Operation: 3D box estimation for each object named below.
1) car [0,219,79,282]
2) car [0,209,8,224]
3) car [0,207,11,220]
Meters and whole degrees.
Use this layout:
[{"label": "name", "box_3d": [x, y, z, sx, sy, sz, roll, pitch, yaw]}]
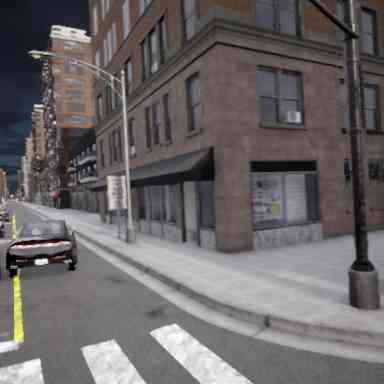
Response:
[{"label": "car", "box_3d": [-4.917, 1.692, 11.234, 2.128, 1.511, 4.902, -2, 0, -20]}, {"label": "car", "box_3d": [-12.777, 2.080, 20.846, 1.812, 1.442, 4.674, -3, 0, -28]}, {"label": "car", "box_3d": [-20.439, 2.394, 35.244, 1.837, 1.490, 4.892, -3, 0, -28]}]
